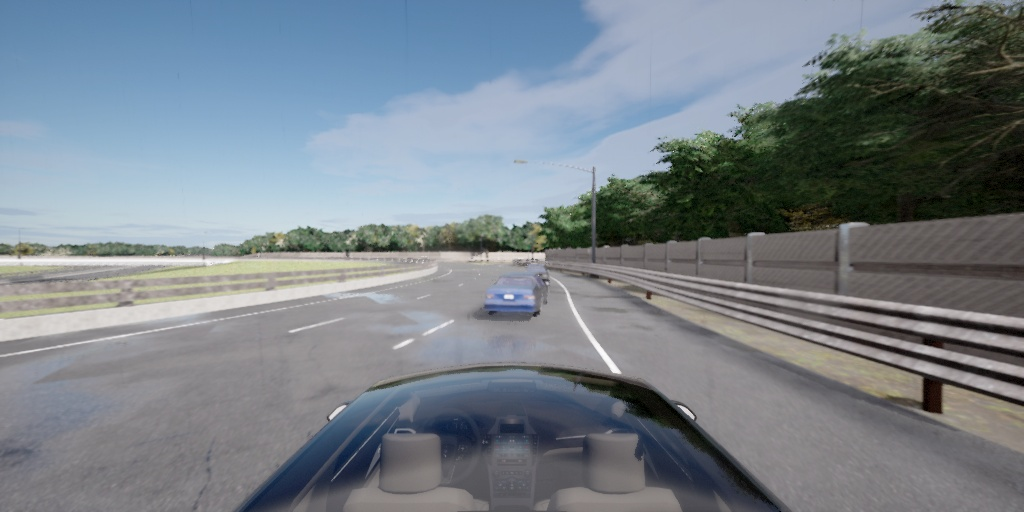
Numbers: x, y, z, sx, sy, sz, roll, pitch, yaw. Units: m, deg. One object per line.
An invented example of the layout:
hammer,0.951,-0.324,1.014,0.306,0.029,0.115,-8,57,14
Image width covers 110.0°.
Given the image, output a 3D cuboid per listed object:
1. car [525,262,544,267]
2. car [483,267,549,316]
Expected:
car,1.702,1.330,26.046,2.033,1.411,5.357,0,0,3
car,0.318,1.310,13.533,2.033,1.411,5.357,0,0,9
